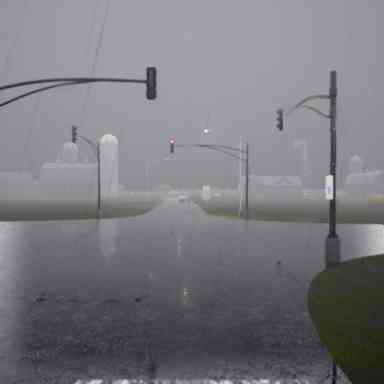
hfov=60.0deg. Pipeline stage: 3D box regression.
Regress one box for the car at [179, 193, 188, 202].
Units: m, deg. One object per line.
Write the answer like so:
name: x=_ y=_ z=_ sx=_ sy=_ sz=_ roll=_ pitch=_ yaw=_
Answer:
car: x=-2.090 y=1.195 z=80.155 sx=2.150 sy=2.045 sz=5.566 roll=0 pitch=0 yaw=-4

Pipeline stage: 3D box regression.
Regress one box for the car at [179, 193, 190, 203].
car: x=-1.506 y=1.558 z=70.121 sx=1.812 sy=1.442 sz=4.674 roll=0 pitch=0 yaw=-3
